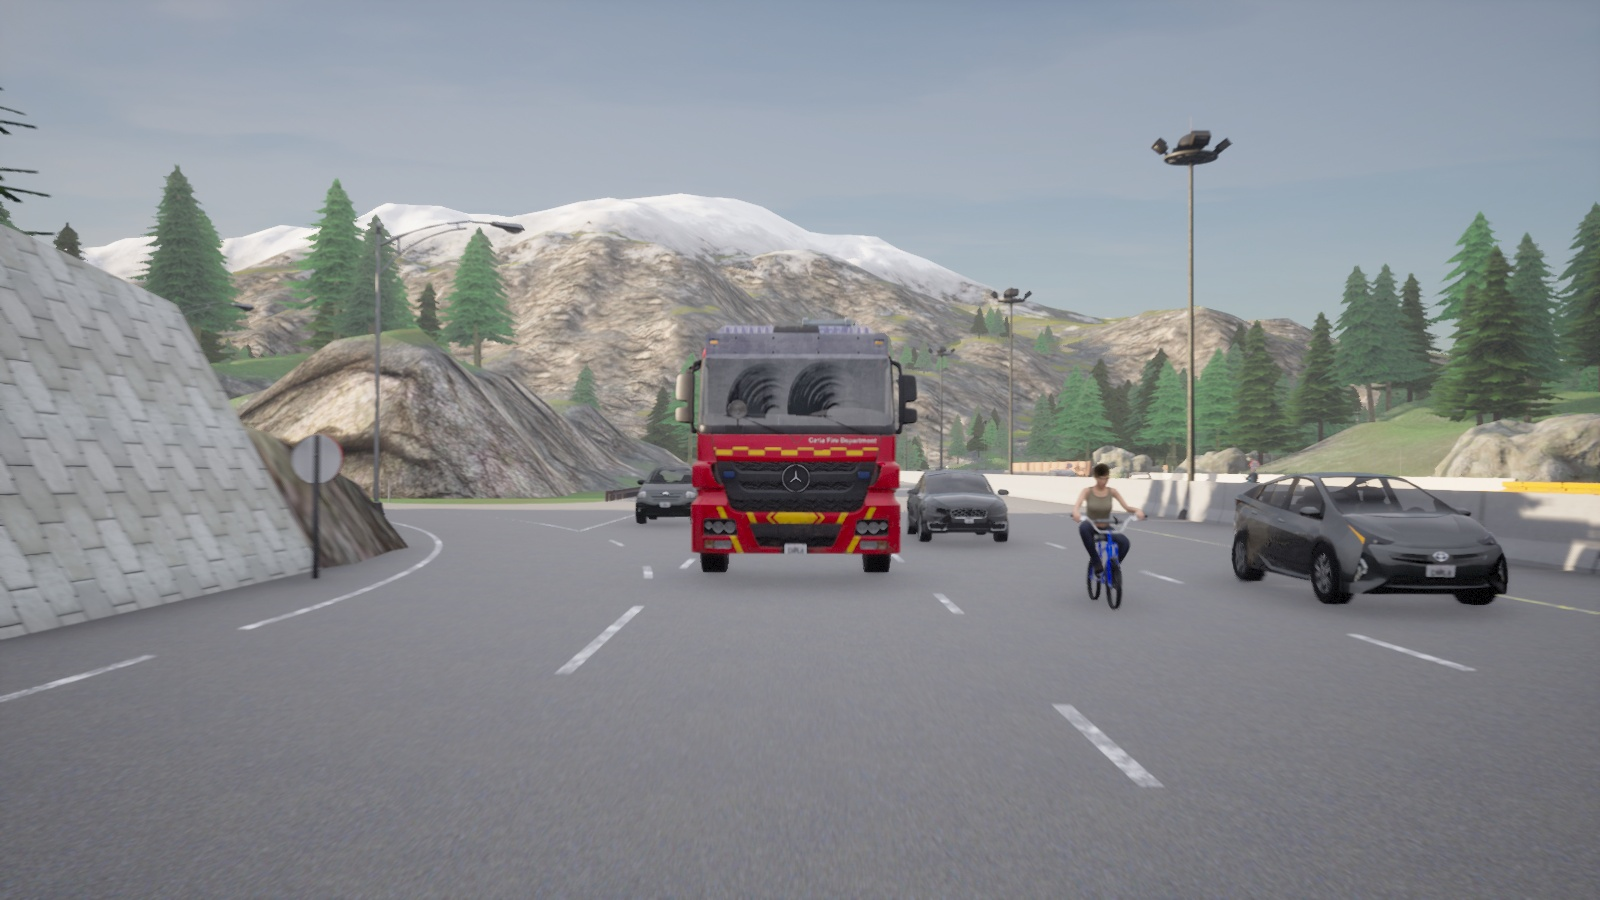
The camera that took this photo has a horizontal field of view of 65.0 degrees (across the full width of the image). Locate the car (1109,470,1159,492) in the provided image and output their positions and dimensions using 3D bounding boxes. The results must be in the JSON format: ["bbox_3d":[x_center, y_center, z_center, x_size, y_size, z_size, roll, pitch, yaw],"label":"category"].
[{"bbox_3d":[20.814,1.929,78.427,1.895,1.301,4.718,0,-1,0],"label":"car"}]

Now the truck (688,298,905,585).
[{"bbox_3d":[-0.056,-0.059,21.000,2.891,3.827,8.468,0,-1,0],"label":"truck"}]

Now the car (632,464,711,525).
[{"bbox_3d":[-3.585,1.223,35.658,1.851,1.617,3.988,0,-1,0],"label":"car"}]

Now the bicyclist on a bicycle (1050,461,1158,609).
[{"bbox_3d":[3.469,0.936,14.468,0.866,1.612,1.509,0,-1,0],"label":"bicyclist on a bicycle"}]

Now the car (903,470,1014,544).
[{"bbox_3d":[3.433,1.195,28.033,1.837,1.490,4.892,0,-1,0],"label":"car"}]

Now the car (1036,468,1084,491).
[{"bbox_3d":[17.301,1.917,83.774,2.163,1.488,4.792,0,-1,0],"label":"car"}]

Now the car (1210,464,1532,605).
[{"bbox_3d":[6.962,0.953,15.952,2.007,1.525,4.514,0,-1,0],"label":"car"}]
